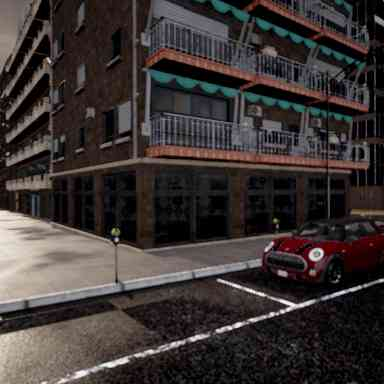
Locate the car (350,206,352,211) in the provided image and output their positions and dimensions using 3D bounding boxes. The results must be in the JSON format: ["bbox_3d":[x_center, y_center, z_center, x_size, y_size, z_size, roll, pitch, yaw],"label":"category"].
[{"bbox_3d":[17.568,1.931,41.418,1.967,1.590,4.097,-1,0,-36],"label":"car"}]

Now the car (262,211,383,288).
[{"bbox_3d":[3.837,1.480,9.312,4.097,1.590,1.967,0,-1,-36],"label":"car"}]
